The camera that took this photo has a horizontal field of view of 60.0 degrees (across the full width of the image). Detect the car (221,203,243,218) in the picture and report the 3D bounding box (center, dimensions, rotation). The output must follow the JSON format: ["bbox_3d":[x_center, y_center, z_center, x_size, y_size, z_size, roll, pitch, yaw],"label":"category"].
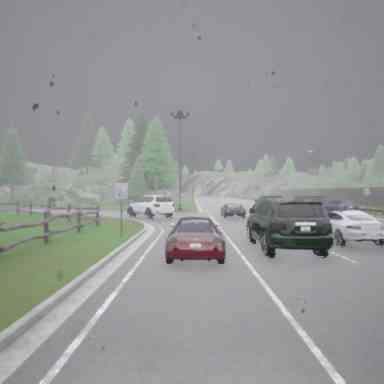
[{"bbox_3d":[3.683,1.692,30.503,1.895,1.301,4.718,0,0,0],"label":"car"}]

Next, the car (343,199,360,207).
[{"bbox_3d":[14.187,1.446,31.800,2.097,1.767,4.553,0,0,0],"label":"car"}]

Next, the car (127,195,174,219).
[{"bbox_3d":[-3.801,1.311,30.100,2.150,2.045,5.566,1,-1,-37],"label":"car"}]

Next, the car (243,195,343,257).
[{"bbox_3d":[3.625,1.263,13.246,2.150,2.045,5.566,0,0,0],"label":"car"}]

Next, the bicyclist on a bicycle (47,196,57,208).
[{"bbox_3d":[-19.646,1.443,47.132,0.582,1.620,1.656,0,0,8],"label":"bicyclist on a bicycle"}]

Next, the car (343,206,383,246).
[{"bbox_3d":[7.140,1.572,15.438,1.812,1.442,4.674,0,0,0],"label":"car"}]

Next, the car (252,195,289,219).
[{"bbox_3d":[7.187,1.315,31.103,2.150,2.045,5.566,0,0,0],"label":"car"}]

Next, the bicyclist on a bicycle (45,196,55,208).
[{"bbox_3d":[-20.133,1.444,47.198,0.582,1.620,1.656,0,0,7],"label":"bicyclist on a bicycle"}]

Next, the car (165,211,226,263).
[{"bbox_3d":[0.121,1.601,12.137,1.994,1.385,4.181,0,0,0],"label":"car"}]
